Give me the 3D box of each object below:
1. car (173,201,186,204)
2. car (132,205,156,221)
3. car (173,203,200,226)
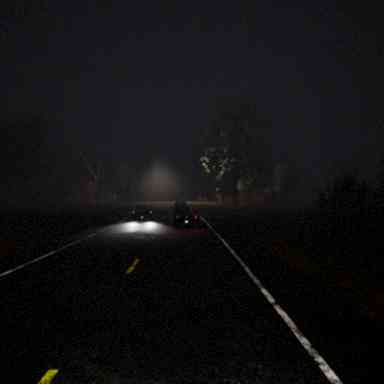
[{"bbox_3d":[-1.410,1.862,42.076,1.994,1.385,4.181,0,0,-4],"label":"car"},{"bbox_3d":[-4.294,1.827,30.148,1.895,1.301,4.718,0,0,-3],"label":"car"},{"bbox_3d":[-0.472,1.792,25.260,1.895,1.301,4.718,0,0,-2],"label":"car"}]
